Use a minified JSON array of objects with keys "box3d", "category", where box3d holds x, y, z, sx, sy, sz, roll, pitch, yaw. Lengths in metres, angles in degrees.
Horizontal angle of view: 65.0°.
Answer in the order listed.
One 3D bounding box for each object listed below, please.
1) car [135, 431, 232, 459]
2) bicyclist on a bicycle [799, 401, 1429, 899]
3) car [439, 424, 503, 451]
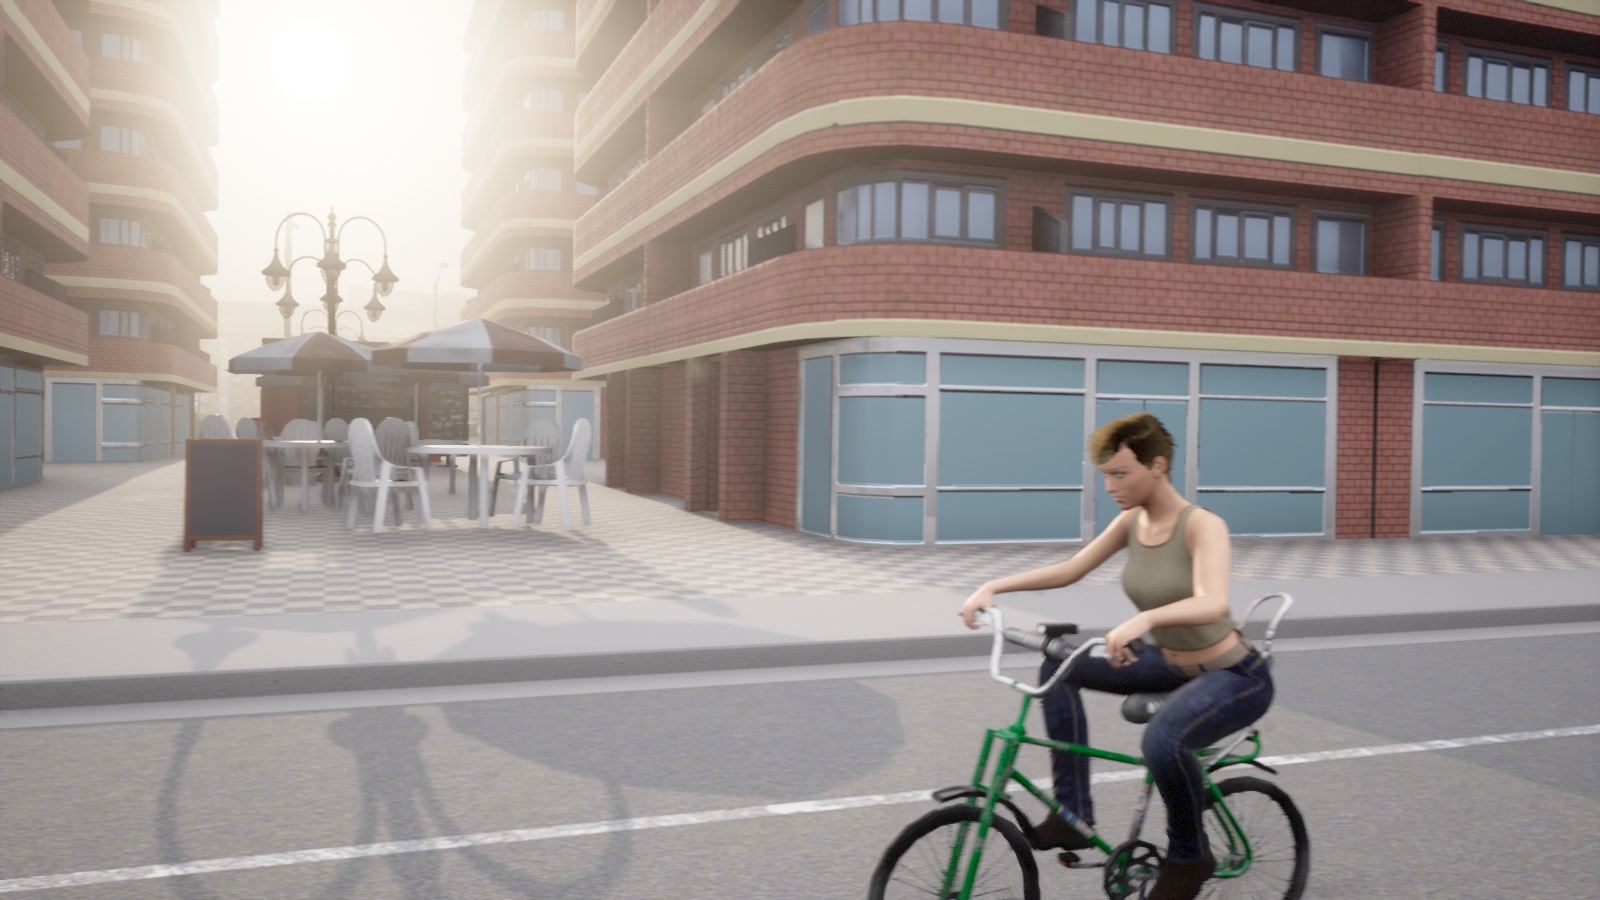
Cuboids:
[{"box3d":[-35.971,-0.301,73.433,4.892,1.490,1.837,-1,1,-21],"category":"car"},{"box3d":[0.863,0.679,3.572,1.509,1.612,0.866,-1,1,-21],"category":"bicyclist on a bicycle"},{"box3d":[-20.735,-0.805,79.153,3.705,1.549,1.789,-2,1,-21],"category":"car"}]
